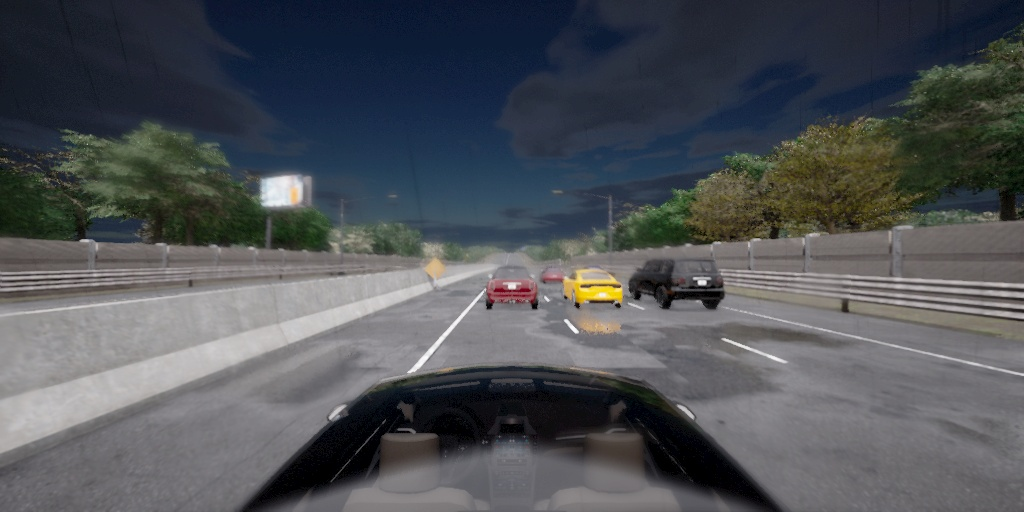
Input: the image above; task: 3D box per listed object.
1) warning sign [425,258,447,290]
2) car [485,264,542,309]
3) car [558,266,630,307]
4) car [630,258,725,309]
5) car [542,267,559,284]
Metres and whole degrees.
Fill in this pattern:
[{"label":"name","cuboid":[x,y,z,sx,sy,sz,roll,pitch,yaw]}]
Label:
[{"label":"warning sign","cuboid":[-4.551,1.055,21.206,1.300,1.860,1.060,0,0,0]},{"label":"car","cuboid":[0.002,1.235,15.920,2.097,1.767,4.553,0,-1,0]},{"label":"car","cuboid":[3.504,1.367,16.328,1.882,1.535,5.008,0,0,0]},{"label":"car","cuboid":[7.001,1.100,15.870,2.150,2.045,5.566,0,0,0]},{"label":"car","cuboid":[3.502,1.638,31.182,1.994,1.385,4.181,0,-1,0]}]
